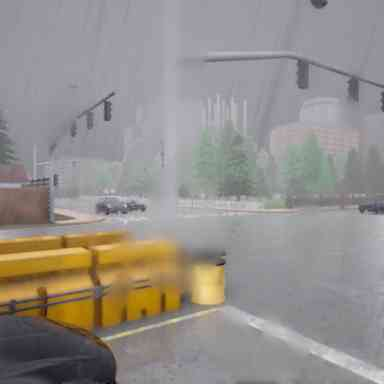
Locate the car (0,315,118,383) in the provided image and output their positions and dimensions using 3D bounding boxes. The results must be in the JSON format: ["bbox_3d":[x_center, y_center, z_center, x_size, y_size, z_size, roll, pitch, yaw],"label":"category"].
[{"bbox_3d":[-2.844,1.478,1.756,5.008,1.535,1.882,0,0,-36],"label":"car"}]

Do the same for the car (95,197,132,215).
[{"bbox_3d":[-8.226,1.348,33.796,2.097,1.767,4.553,0,0,-33],"label":"car"}]

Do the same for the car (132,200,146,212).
[{"bbox_3d":[-6.996,1.596,38.290,1.895,1.301,4.718,0,0,-33],"label":"car"}]

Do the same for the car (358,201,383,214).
[{"bbox_3d":[19.653,1.590,35.296,4.718,1.301,1.895,0,0,-34],"label":"car"}]
